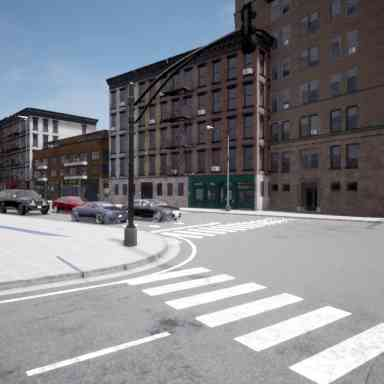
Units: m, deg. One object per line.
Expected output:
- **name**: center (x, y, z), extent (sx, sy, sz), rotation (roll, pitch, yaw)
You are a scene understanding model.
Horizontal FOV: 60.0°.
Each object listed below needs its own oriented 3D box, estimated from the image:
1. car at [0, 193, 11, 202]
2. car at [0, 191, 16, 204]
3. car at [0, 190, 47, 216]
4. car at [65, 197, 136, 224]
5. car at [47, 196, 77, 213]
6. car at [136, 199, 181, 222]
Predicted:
- **car**: center (-33.139, 0.897, 57.608), extent (4.674, 1.442, 1.812), rotation (1, 0, 43)
- **car**: center (-27.584, 0.786, 48.231), extent (4.553, 1.767, 2.097), rotation (1, 0, 41)
- **car**: center (-14.315, 0.829, 28.260), extent (5.566, 2.045, 2.150), rotation (1, 0, 39)
- **car**: center (-6.013, 1.281, 21.728), extent (4.181, 1.385, 1.994), rotation (1, 0, 37)
- **car**: center (-10.380, 1.125, 29.276), extent (5.008, 1.535, 1.882), rotation (1, 0, 39)
- **car**: center (-2.930, 1.239, 23.452), extent (4.902, 1.511, 2.128), rotation (1, 0, 38)
